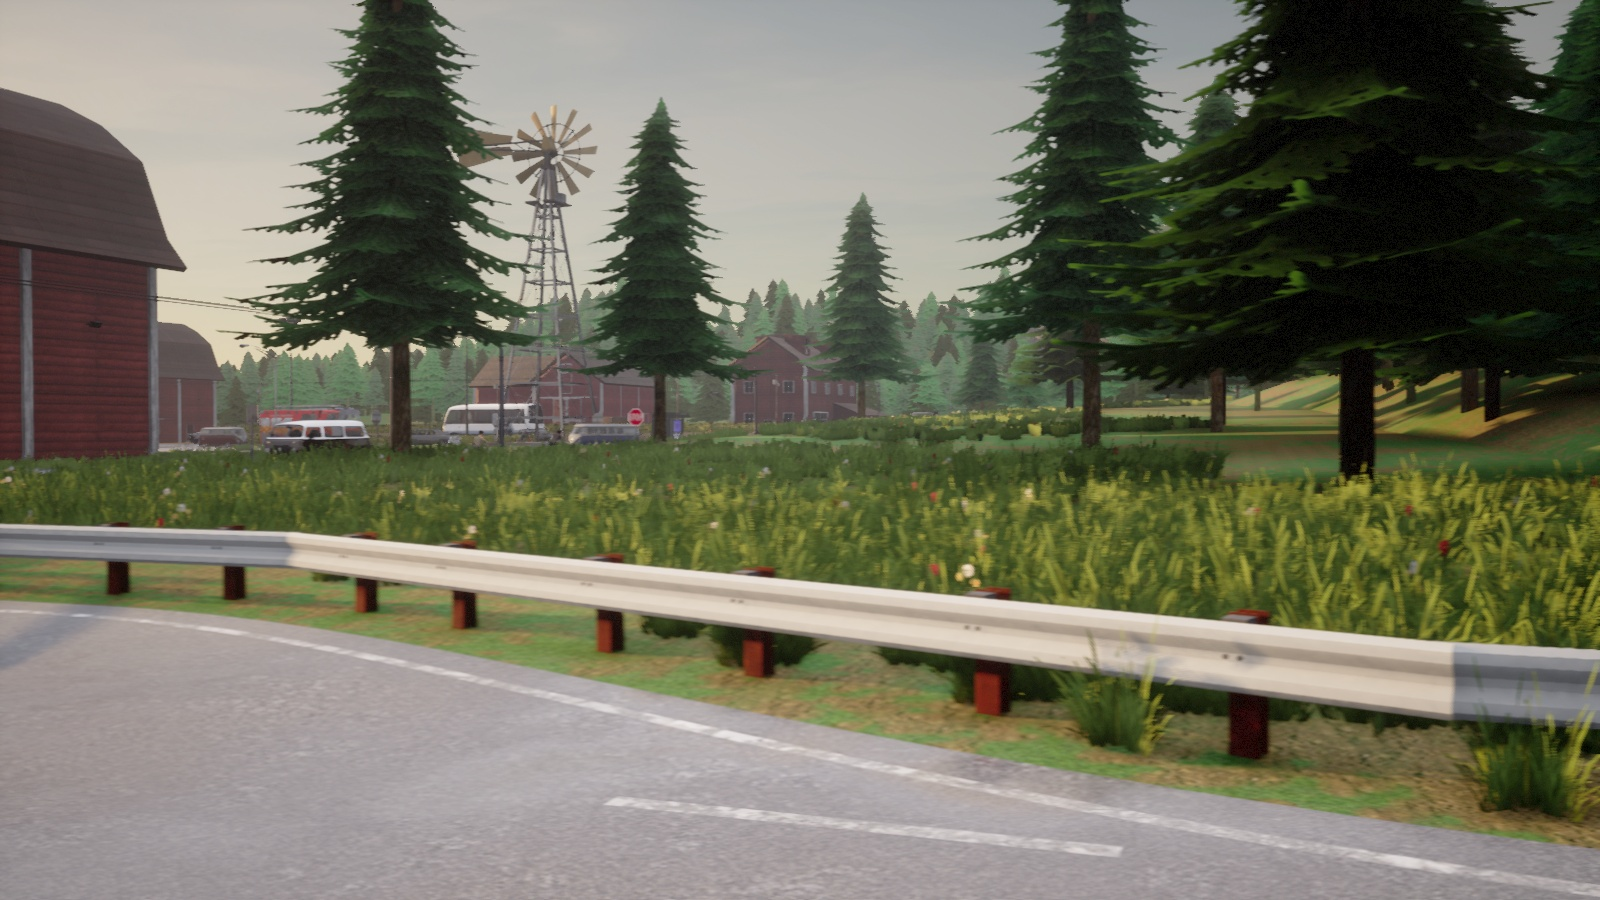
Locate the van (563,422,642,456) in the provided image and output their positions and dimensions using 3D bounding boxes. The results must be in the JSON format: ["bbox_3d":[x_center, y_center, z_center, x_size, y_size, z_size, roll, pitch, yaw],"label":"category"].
[{"bbox_3d":[-11.927,-0.679,75.914,4.442,1.987,1.775,0,2,-37],"label":"van"}]

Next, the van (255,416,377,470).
[{"bbox_3d":[-18.939,-0.306,49.343,2.069,2.038,4.480,1,1,19],"label":"van"}]
